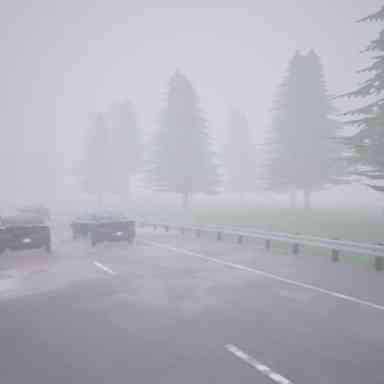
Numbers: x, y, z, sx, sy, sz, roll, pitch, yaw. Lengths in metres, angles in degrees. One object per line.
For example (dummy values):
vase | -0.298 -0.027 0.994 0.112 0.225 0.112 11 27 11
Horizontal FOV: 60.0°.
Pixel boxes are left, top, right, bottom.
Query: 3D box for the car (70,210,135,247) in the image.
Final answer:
car | -4.435 1.609 16.045 1.882 1.535 5.008 0 0 -34

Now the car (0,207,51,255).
car | -7.362 1.626 14.128 1.882 1.535 5.008 0 0 -34

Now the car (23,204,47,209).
car | -13.930 1.773 29.137 1.882 1.535 5.008 0 0 -38
